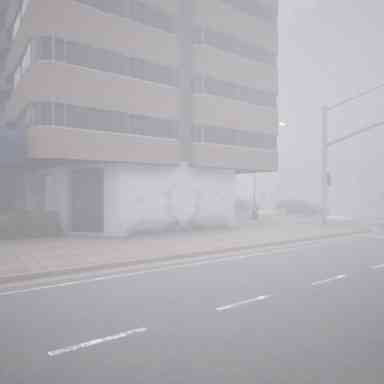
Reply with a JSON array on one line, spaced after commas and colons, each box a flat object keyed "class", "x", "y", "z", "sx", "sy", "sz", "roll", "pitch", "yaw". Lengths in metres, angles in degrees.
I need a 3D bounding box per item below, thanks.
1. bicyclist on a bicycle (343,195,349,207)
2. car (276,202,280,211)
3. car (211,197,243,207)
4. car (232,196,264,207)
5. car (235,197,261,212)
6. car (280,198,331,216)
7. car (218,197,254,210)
[{"class": "bicyclist on a bicycle", "x": 22.040, "y": 1.301, "z": 47.694, "sx": 1.656, "sy": 1.620, "sz": 0.582, "roll": 0, "pitch": 0, "yaw": -36}, {"class": "car", "x": 11.707, "y": 1.477, "z": 37.282, "sx": 1.882, "sy": 1.535, "sz": 5.008, "roll": 0, "pitch": 0, "yaw": -36}, {"class": "car", "x": 5.435, "y": 1.547, "z": 52.198, "sx": 2.033, "sy": 1.411, "sz": 5.357, "roll": 0, "pitch": 0, "yaw": -36}, {"class": "car", "x": 8.911, "y": 1.491, "z": 53.359, "sx": 2.128, "sy": 1.511, "sz": 4.902, "roll": 0, "pitch": 0, "yaw": -36}, {"class": "car", "x": 5.989, "y": 1.564, "z": 39.209, "sx": 1.994, "sy": 1.385, "sz": 4.181, "roll": 0, "pitch": 0, "yaw": -35}, {"class": "car", "x": 11.128, "y": 1.564, "z": 32.125, "sx": 1.994, "sy": 1.385, "sz": 4.181, "roll": 0, "pitch": 0, "yaw": -36}, {"class": "car", "x": 5.898, "y": 1.491, "z": 45.287, "sx": 2.128, "sy": 1.511, "sz": 4.902, "roll": 0, "pitch": 0, "yaw": -36}]
